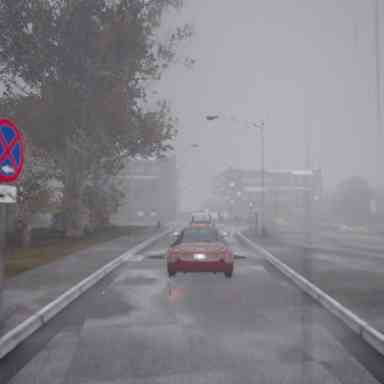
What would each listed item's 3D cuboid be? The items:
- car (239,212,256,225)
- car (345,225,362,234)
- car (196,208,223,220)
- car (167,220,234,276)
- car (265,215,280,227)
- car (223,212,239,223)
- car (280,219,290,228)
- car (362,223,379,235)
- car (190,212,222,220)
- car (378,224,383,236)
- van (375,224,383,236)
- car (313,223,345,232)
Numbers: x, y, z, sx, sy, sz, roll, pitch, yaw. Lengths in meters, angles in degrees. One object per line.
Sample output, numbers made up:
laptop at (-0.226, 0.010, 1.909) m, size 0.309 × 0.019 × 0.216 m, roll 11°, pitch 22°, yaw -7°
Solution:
car at (7.718, 4.174, 53.026) m, size 2.185 × 1.767 × 4.553 m, roll 7°, pitch -5°, yaw -31°
car at (25.483, 6.141, 56.174) m, size 2.002 × 1.452 × 4.674 m, roll 8°, pitch -5°, yaw -29°
car at (1.868, 3.608, 51.936) m, size 2.435 × 2.045 × 5.566 m, roll 2°, pitch -4°, yaw -30°
car at (0.275, 1.837, 11.219) m, size 1.994 × 1.385 × 4.181 m, roll 0°, pitch -2°, yaw 2°
car at (10.714, 4.353, 53.588) m, size 2.435 × 2.045 × 5.566 m, roll 8°, pitch -5°, yaw -30°
car at (4.746, 3.912, 52.526) m, size 2.185 × 1.767 × 4.553 m, roll 5°, pitch -5°, yaw -31°
car at (13.545, 4.905, 54.282) m, size 1.946 × 1.575 × 5.366 m, roll 7°, pitch -5°, yaw -30°
car at (28.363, 6.402, 56.830) m, size 1.946 × 1.575 × 5.366 m, roll 7°, pitch -5°, yaw -29°
car at (0.711, 2.322, 22.644) m, size 2.128 × 1.511 × 4.902 m, roll 0°, pitch -3°, yaw 3°
car at (32.492, 6.464, 52.041) m, size 4.902 × 1.511 × 2.128 m, roll 6°, pitch -4°, yaw -9°
van at (34.477, 6.772, 57.580) m, size 1.878 × 1.987 × 4.442 m, roll 8°, pitch -5°, yaw -29°
car at (22.514, 5.841, 55.660) m, size 2.002 × 1.452 × 4.674 m, roll 7°, pitch -5°, yaw -29°
